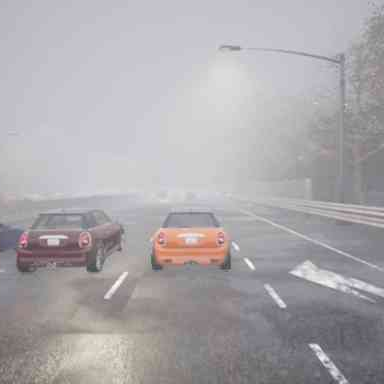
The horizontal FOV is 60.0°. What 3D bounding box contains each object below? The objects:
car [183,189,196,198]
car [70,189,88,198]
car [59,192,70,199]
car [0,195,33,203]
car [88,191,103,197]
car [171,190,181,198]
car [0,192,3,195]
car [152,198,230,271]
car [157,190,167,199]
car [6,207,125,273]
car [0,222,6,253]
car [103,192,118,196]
[{"bbox_3d":[-0.203,0.739,70.276,2.097,1.767,4.553,0,1,0],"label":"car"},{"bbox_3d":[-24.717,0.421,74.631,2.150,2.045,5.566,0,1,0],"label":"car"},{"bbox_3d":[-28.014,0.691,74.655,1.882,1.535,5.008,0,1,1],"label":"car"},{"bbox_3d":[-17.664,1.304,33.720,1.837,1.490,4.892,0,0,0],"label":"car"},{"bbox_3d":[-21.215,0.772,74.645,1.895,1.301,4.718,0,1,0],"label":"car"},{"bbox_3d":[-3.719,0.828,76.192,1.882,1.535,5.008,0,1,0],"label":"car"},{"bbox_3d":[-21.160,1.039,33.712,2.150,2.045,5.566,0,0,0],"label":"car"},{"bbox_3d":[-0.029,1.256,10.758,2.097,1.767,4.553,0,1,0],"label":"car"},{"bbox_3d":[-7.232,0.560,80.148,2.150,2.045,5.566,0,1,0],"label":"car"},{"bbox_3d":[-3.531,1.276,10.587,2.097,1.767,4.553,0,1,0],"label":"car"},{"bbox_3d":[-7.028,1.470,10.526,1.812,1.442,4.674,0,1,0],"label":"car"},{"bbox_3d":[-17.716,0.683,74.684,2.128,1.511,4.902,0,1,0],"label":"car"}]
